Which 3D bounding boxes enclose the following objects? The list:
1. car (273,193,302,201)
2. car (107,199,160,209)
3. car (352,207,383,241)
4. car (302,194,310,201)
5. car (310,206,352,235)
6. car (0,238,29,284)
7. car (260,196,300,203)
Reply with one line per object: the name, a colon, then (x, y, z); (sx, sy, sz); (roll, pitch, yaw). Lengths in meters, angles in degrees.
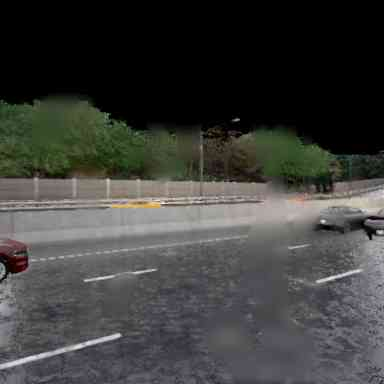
car: (9.437, 1.113, 36.391); (4.553, 1.767, 2.097); (-1, 1, -35)
car: (-5.259, 1.410, 30.310); (5.008, 1.535, 1.882); (0, 0, -35)
car: (9.600, 1.393, 14.858); (4.902, 1.511, 2.128); (-1, 0, -35)
car: (15.182, 1.000, 48.886); (4.553, 1.767, 2.097); (-1, 0, -35)
car: (8.384, 1.454, 18.285); (4.181, 1.385, 1.994); (-1, 0, -35)
car: (-6.541, 1.477, 7.677); (5.008, 1.535, 1.882); (0, 0, -36)
car: (7.591, 1.380, 30.821); (4.181, 1.385, 1.994); (-1, 0, -35)
